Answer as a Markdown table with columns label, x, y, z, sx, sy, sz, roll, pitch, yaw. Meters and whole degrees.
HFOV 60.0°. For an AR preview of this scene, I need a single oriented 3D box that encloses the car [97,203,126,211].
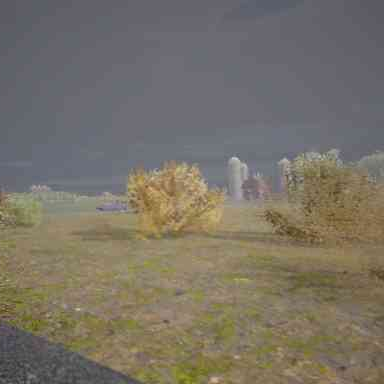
| label | x | y | z | sx | sy | sz | roll | pitch | yaw |
| --- | --- | --- | --- | --- | --- | --- | --- | --- | --- |
| car | -13.675 | 2.493 | 56.288 | 2.033 | 1.411 | 5.357 | -2 | -2 | 36 |
